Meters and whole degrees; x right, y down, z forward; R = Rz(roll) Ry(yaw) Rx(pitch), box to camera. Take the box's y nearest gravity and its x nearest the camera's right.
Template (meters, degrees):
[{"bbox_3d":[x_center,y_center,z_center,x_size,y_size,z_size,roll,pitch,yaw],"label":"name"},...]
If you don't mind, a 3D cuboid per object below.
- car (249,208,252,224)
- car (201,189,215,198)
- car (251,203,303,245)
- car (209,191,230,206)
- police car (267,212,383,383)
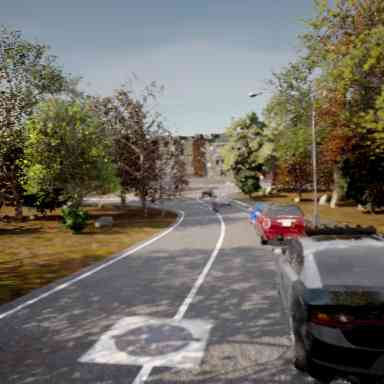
[{"bbox_3d":[4.805,1.432,21.629,1.882,1.535,5.008,-3,0,5],"label":"car"},{"bbox_3d":[2.869,0.151,58.837,1.837,1.490,4.892,-2,5,12],"label":"car"},{"bbox_3d":[4.097,1.297,15.492,2.097,1.767,4.553,-3,0,8],"label":"car"},{"bbox_3d":[3.863,1.090,44.102,1.812,1.442,4.674,-3,3,-5],"label":"car"},{"bbox_3d":[2.461,1.372,5.609,1.930,1.638,5.238,-2,0,10],"label":"police car"}]
